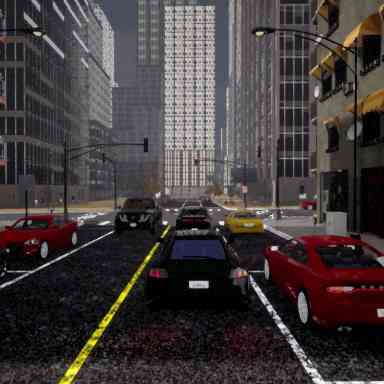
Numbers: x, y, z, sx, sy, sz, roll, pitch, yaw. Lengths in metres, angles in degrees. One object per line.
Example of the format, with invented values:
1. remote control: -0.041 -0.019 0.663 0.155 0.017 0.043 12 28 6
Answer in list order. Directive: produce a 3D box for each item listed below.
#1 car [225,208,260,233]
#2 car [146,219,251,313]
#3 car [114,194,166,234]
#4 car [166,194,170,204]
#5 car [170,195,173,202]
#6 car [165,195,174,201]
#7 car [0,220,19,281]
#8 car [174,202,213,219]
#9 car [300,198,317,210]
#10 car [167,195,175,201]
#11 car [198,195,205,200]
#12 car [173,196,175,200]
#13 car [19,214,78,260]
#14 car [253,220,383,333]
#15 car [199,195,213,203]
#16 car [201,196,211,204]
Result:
1. car: 2.701 1.523 18.067 1.752 1.417 4.829 -1 0 0
2. car: 0.112 1.563 7.734 1.994 1.385 4.181 0 0 0
3. car: -2.979 1.315 19.608 2.150 2.045 5.566 0 0 0
4. car: -5.631 1.542 61.433 1.887 1.381 4.507 -1 0 0
5. car: -5.627 1.313 66.993 2.192 1.841 5.009 -1 0 0
6. car: -5.608 1.524 83.501 1.752 1.417 4.829 -1 0 0
7. car: -5.692 1.439 6.873 1.967 1.590 4.097 -1 0 0
8. car: 0.096 1.503 17.719 1.837 1.490 4.892 0 0 -1
9. car: 14.292 1.256 37.009 4.507 1.381 1.887 -1 1 0
10. car: -5.600 1.544 89.230 1.887 1.381 4.507 -1 0 0
11. car: 2.787 1.582 94.781 1.802 1.307 4.206 -1 0 0
12. car: -5.621 1.313 72.553 2.192 1.841 5.009 -1 0 0
13. car: -5.685 1.543 12.397 1.887 1.381 4.507 -1 0 0
14. car: 2.690 1.544 6.850 1.887 1.381 4.507 -1 0 0
15. car: 2.748 1.437 61.423 1.967 1.590 4.097 -1 0 0
16. car: 2.755 1.523 67.152 1.752 1.417 4.829 -1 0 0
